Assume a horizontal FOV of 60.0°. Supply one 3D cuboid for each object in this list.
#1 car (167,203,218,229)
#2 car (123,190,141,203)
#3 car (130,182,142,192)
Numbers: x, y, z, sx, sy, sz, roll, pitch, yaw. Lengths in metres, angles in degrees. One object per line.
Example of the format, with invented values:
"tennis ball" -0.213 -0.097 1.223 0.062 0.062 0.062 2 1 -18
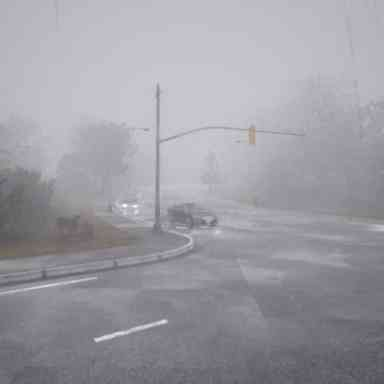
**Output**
"car" -0.081 1.459 21.773 2.128 1.511 4.902 0 0 -26
"car" -8.512 0.809 45.862 1.895 1.301 4.718 0 3 -13
"car" -11.718 -0.979 70.187 2.150 2.045 5.566 0 3 -4
